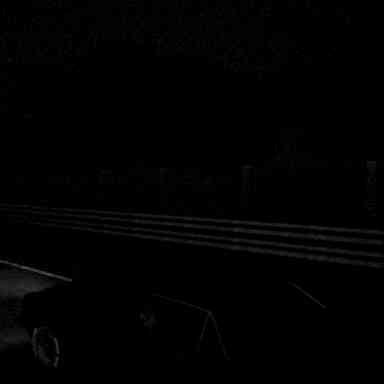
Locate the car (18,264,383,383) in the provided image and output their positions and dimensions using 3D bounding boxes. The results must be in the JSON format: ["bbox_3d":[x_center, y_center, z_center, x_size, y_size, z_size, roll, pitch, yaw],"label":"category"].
[{"bbox_3d":[-0.010,1.572,3.875,4.718,1.301,1.895,1,1,35],"label":"car"}]
